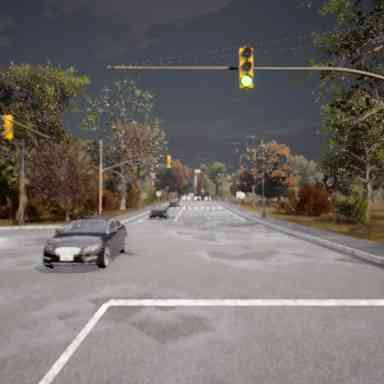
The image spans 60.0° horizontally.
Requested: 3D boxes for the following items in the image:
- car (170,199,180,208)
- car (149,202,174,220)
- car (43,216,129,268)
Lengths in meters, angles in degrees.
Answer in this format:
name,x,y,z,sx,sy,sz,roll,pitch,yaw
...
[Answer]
name,x,y,z,sx,sy,sz,roll,pitch,yaw
car,-3.247,2.050,61.565,2.033,1.411,5.357,0,0,1
car,-3.448,2.170,35.877,2.033,1.411,5.357,0,0,0
car,-3.486,1.627,11.711,2.128,1.511,4.902,0,-1,0
